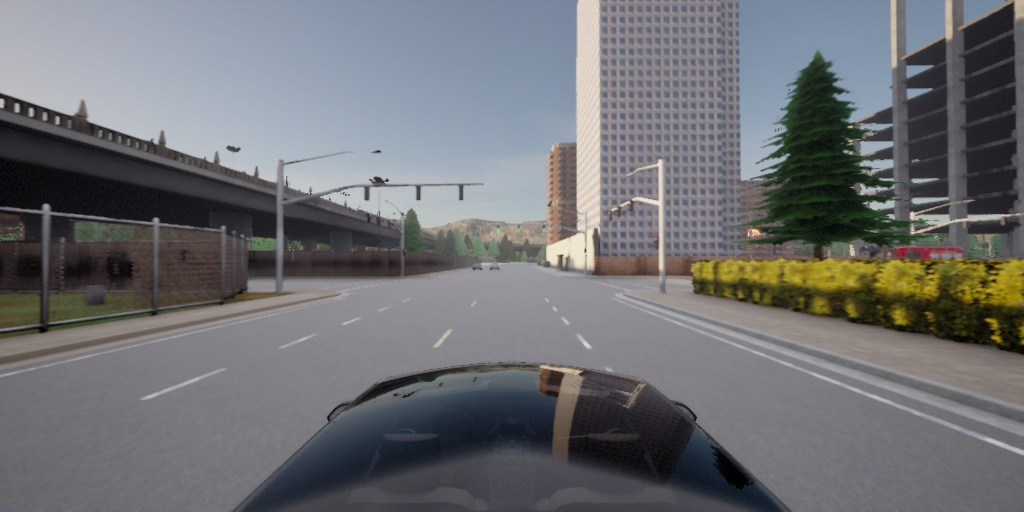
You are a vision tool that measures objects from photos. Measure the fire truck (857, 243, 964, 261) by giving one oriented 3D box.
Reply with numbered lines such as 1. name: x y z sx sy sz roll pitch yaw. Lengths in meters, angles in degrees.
1. fire truck: 41.223 0.603 37.344 8.468 3.827 2.891 0 -1 0
